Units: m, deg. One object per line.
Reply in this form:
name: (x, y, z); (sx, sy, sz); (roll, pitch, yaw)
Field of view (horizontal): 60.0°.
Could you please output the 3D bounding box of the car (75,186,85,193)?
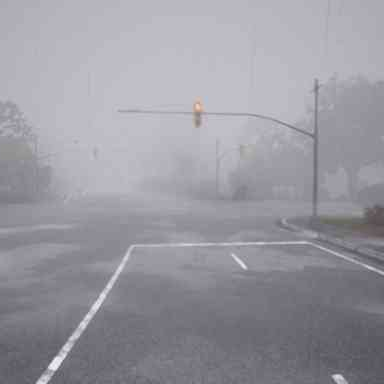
car: (-23.641, -0.559, 70.261); (1.837, 1.490, 4.892); (-1, 2, -19)
